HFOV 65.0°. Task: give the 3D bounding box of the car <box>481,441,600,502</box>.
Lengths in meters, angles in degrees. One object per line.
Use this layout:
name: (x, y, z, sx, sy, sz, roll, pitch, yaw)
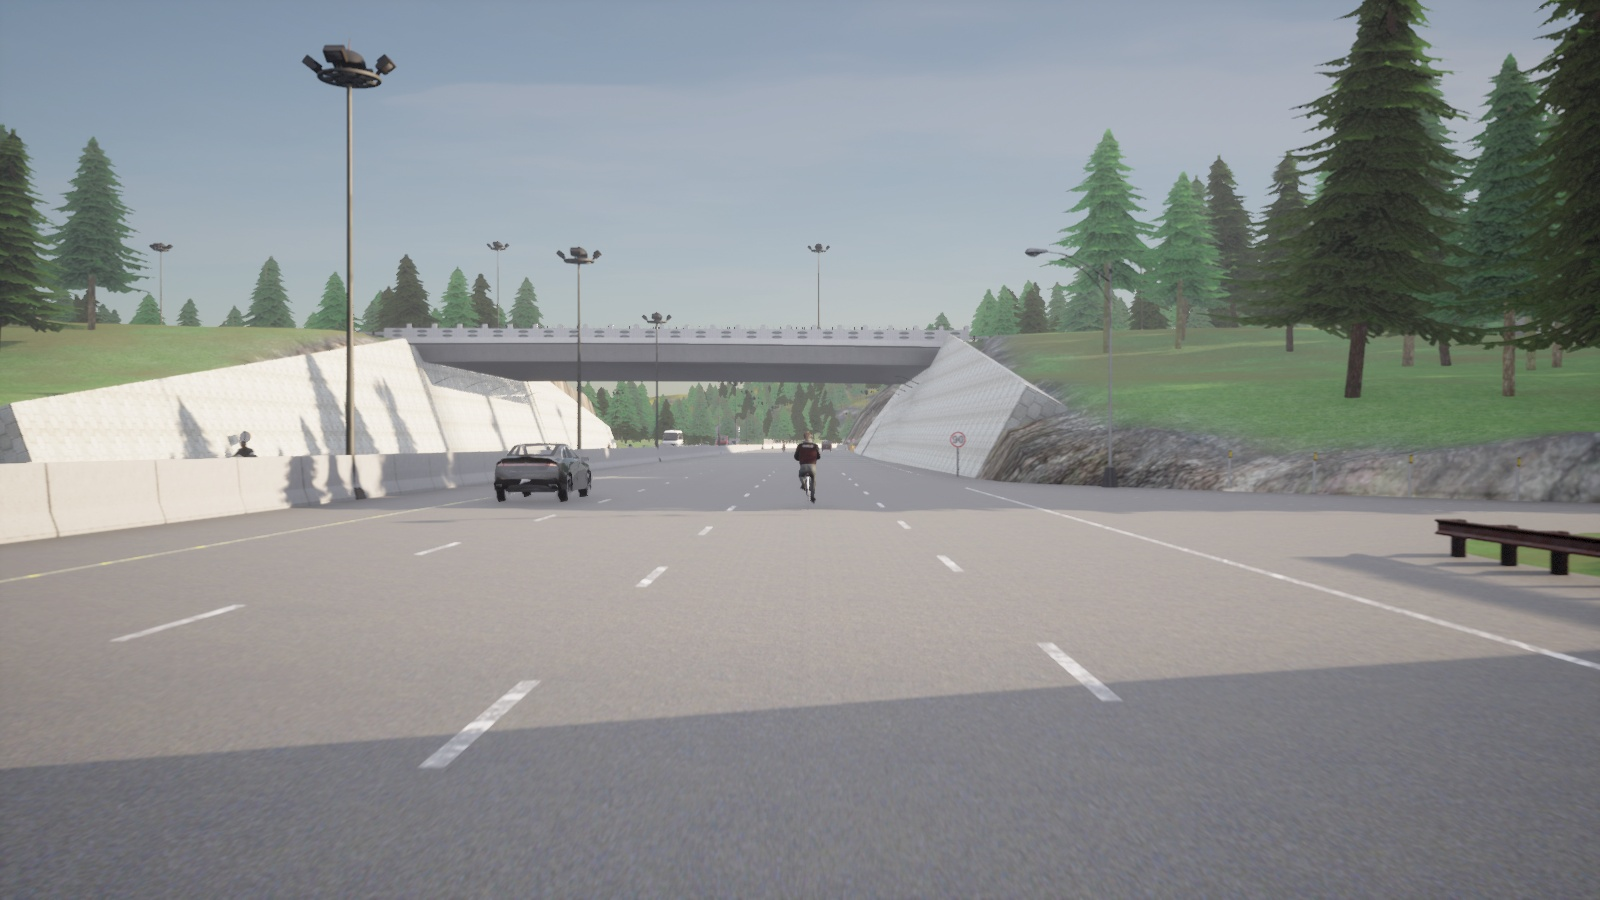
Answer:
car: (-6.794, 0.515, 33.473, 2.128, 1.511, 4.902, 0, 0, 0)
